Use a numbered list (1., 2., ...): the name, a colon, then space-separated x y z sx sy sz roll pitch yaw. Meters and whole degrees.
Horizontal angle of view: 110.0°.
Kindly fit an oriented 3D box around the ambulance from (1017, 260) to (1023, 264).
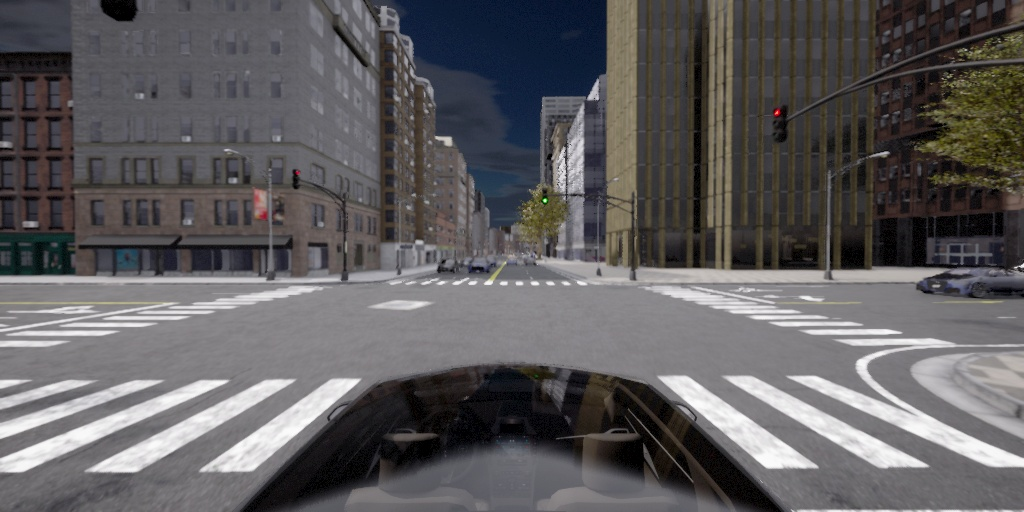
1. ambulance: 33.140 0.626 20.958 6.366 2.431 2.351 0 1 -5

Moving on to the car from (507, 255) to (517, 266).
1. car: 0.001 0.949 61.861 2.033 1.411 5.357 0 0 0

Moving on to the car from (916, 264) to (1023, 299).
1. car: 21.862 1.215 16.918 4.181 1.385 1.994 0 1 -4

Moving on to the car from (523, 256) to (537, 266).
1. car: 3.251 0.949 61.861 2.033 1.411 5.357 0 0 0

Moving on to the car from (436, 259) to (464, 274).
1. car: -6.583 1.051 37.462 1.837 1.490 4.892 0 0 0

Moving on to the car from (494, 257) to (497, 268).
1. car: -3.305 0.805 53.438 2.097 1.767 4.553 0 0 0

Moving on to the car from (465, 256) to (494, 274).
1. car: -3.333 0.899 37.369 2.097 1.767 4.553 0 0 0
